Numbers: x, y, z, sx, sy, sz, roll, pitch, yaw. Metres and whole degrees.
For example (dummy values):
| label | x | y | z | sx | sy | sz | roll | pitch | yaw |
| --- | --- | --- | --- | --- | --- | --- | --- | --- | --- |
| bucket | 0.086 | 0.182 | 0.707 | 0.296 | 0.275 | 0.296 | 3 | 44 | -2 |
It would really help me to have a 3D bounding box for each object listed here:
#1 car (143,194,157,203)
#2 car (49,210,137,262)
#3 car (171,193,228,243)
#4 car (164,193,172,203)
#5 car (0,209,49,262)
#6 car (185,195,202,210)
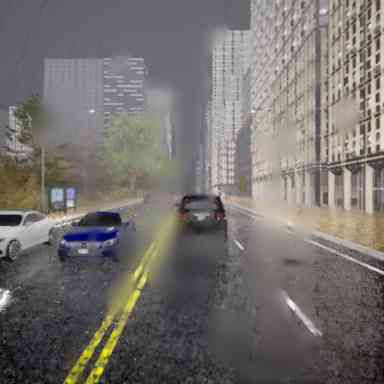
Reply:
| label | x | y | z | sx | sy | sz | roll | pitch | yaw |
| --- | --- | --- | --- | --- | --- | --- | --- | --- | --- |
| car | -6.603 | 1.044 | 53.043 | 1.812 | 1.442 | 4.674 | 0 | 0 | 0 |
| car | -3.069 | 1.391 | 11.680 | 1.812 | 1.442 | 4.674 | 0 | 1 | 0 |
| car | 0.353 | 1.071 | 15.315 | 2.150 | 2.045 | 5.566 | 0 | 1 | 0 |
| car | -3.354 | 0.888 | 53.166 | 2.097 | 1.767 | 4.553 | 0 | 0 | 0 |
| car | -6.319 | 1.372 | 11.649 | 1.812 | 1.442 | 4.674 | 0 | 1 | 0 |
| car | 0.161 | 1.174 | 38.948 | 1.812 | 1.442 | 4.674 | 0 | 1 | 0 |
